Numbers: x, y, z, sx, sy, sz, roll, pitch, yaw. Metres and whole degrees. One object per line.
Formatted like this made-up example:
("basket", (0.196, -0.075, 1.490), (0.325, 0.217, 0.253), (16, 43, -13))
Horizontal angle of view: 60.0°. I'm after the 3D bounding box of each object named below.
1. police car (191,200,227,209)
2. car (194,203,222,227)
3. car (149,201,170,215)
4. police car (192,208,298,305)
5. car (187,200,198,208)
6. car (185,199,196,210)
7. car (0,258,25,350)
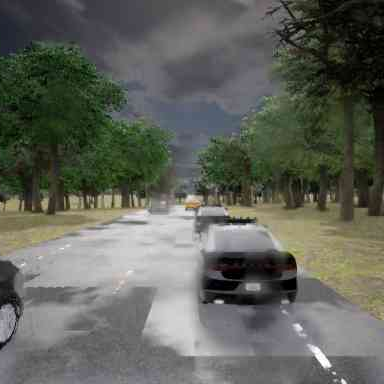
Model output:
("police car", (1.068, 1.473, 18.309), (1.930, 1.638, 5.238), (0, 0, 0))
("car", (1.074, 1.607, 24.199), (1.812, 1.442, 4.674), (0, 0, 0))
("car", (-3.464, 1.716, 36.190), (1.994, 1.385, 4.181), (0, 0, 0))
("police car", (1.058, 1.435, 8.306), (1.930, 1.638, 5.238), (0, 0, 0))
("car", (0.060, 2.144, 60.726), (1.895, 1.301, 4.718), (0, -1, 0))
("car", (0.089, 1.737, 46.235), (1.882, 1.535, 5.008), (0, -1, 1))
("car", (-3.598, 1.506, 3.424), (1.837, 1.490, 4.892), (0, 0, 0))
